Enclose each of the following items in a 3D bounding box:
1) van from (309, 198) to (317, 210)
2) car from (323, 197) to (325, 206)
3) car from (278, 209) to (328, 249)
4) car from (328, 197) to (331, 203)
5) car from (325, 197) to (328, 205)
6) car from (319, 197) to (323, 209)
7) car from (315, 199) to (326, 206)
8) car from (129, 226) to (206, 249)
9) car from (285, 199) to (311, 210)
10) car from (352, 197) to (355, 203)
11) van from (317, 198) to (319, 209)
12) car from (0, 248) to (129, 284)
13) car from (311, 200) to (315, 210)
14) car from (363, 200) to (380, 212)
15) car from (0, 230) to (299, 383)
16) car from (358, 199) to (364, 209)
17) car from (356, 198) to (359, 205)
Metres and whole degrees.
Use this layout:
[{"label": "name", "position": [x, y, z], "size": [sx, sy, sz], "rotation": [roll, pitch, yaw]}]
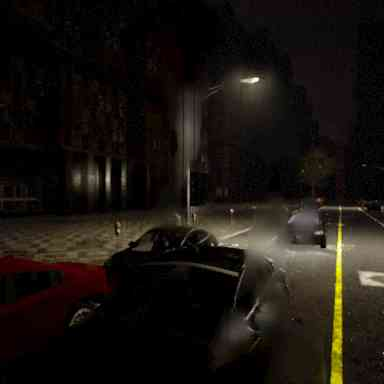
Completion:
[{"label": "van", "position": [15.687, 1.846, 45.497], "size": [1.690, 1.788, 3.998], "rotation": [0, -1, 24]}, {"label": "car", "position": [22.660, 2.001, 61.036], "size": [2.192, 1.841, 5.009], "rotation": [0, -1, 24]}, {"label": "car", "position": [5.305, 1.737, 15.640], "size": [1.994, 1.385, 4.181], "rotation": [0, -1, 24]}, {"label": "car", "position": [34.280, 2.307, 86.933], "size": [2.192, 1.841, 5.009], "rotation": [0, -1, 24]}, {"label": "car", "position": [27.308, 2.122, 71.395], "size": [2.192, 1.841, 5.009], "rotation": [0, -1, 24]}, {"label": "car", "position": [20.336, 1.941, 55.857], "size": [2.192, 1.841, 5.009], "rotation": [0, -1, 24]}, {"label": "car", "position": [29.632, 2.419, 76.572], "size": [2.008, 1.369, 4.403], "rotation": [0, -1, 24]}, {"label": "car", "position": [-0.583, 1.654, 9.238], "size": [1.947, 1.339, 4.313], "rotation": [0, -1, 24]}, {"label": "car", "position": [11.038, 1.826, 35.136], "size": [1.967, 1.590, 4.097], "rotation": [0, -1, 24]}, {"label": "car", "position": [42.061, 2.427, 83.449], "size": [1.967, 1.590, 4.097], "rotation": [0, -1, 24]}, {"label": "van", "position": [18.011, 1.906, 50.677], "size": [1.690, 1.788, 3.998], "rotation": [0, -1, 24]}, {"label": "car", "position": [-2.907, 1.575, 4.058], "size": [1.887, 1.381, 4.507], "rotation": [0, -1, 24]}, {"label": "car", "position": [13.362, 1.996, 40.315], "size": [2.008, 1.369, 4.403], "rotation": [0, -1, 24]}, {"label": "car", "position": [25.791, 2.142, 47.190], "size": [1.802, 1.307, 4.206], "rotation": [0, -1, 24]}, {"label": "car", "position": [0.059, 1.547, 4.167], "size": [1.837, 1.490, 4.892], "rotation": [0, -1, 24]}, {"label": "car", "position": [30.440, 2.231, 57.550], "size": [2.008, 1.369, 4.403], "rotation": [0, -1, 24]}, {"label": "car", "position": [35.088, 2.383, 67.909], "size": [1.802, 1.307, 4.206], "rotation": [0, -1, 24]}]
